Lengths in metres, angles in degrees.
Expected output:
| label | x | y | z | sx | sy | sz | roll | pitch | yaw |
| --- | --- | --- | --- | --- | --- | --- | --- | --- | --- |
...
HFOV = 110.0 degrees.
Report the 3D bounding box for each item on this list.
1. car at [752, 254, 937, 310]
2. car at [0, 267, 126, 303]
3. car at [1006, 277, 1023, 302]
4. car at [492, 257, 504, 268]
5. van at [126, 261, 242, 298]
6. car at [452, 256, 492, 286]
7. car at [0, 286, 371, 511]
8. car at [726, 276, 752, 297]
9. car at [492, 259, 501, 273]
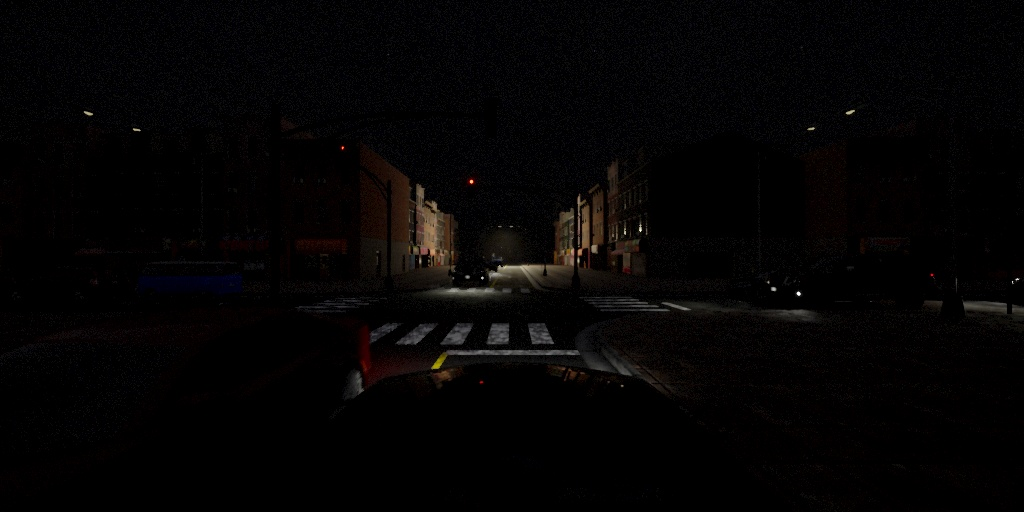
| label | x | y | z | sx | sy | sz | roll | pitch | yaw |
| --- | --- | --- | --- | --- | --- | --- | --- | --- | --- |
| car | 12.972 | 0.935 | 13.998 | 5.566 | 2.045 | 2.150 | 0 | 0 | 0 |
| car | -20.191 | 1.239 | 16.438 | 4.097 | 1.591 | 1.967 | 0 | 0 | 0 |
| car | 22.656 | 1.048 | 14.022 | 4.553 | 1.767 | 2.097 | 0 | 0 | 0 |
| car | -2.633 | 1.115 | 62.948 | 2.150 | 2.045 | 5.566 | 0 | 0 | 0 |
| van | -14.716 | 1.124 | 16.454 | 3.998 | 1.789 | 1.690 | 0 | 0 | 0 |
| car | -2.815 | 0.985 | 25.478 | 2.150 | 2.045 | 5.566 | 0 | 0 | 0 |
| car | -2.849 | 1.227 | 2.862 | 1.882 | 1.535 | 5.008 | 0 | 0 | 0 |
| car | 12.286 | 1.267 | 16.532 | 4.403 | 1.370 | 2.007 | 0 | 0 | 0 |
| car | -2.763 | 1.378 | 44.347 | 1.895 | 1.301 | 4.718 | 0 | 0 | 0 |
